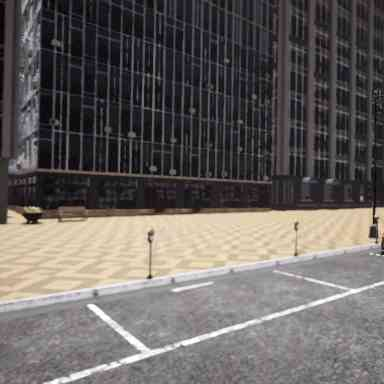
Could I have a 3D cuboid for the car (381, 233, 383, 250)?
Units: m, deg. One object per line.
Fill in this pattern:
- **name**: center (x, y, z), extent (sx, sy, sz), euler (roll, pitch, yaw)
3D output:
- **car**: center (9.271, 1.631, 13.170), extent (4.097, 1.590, 1.967), euler (1, 0, -36)
